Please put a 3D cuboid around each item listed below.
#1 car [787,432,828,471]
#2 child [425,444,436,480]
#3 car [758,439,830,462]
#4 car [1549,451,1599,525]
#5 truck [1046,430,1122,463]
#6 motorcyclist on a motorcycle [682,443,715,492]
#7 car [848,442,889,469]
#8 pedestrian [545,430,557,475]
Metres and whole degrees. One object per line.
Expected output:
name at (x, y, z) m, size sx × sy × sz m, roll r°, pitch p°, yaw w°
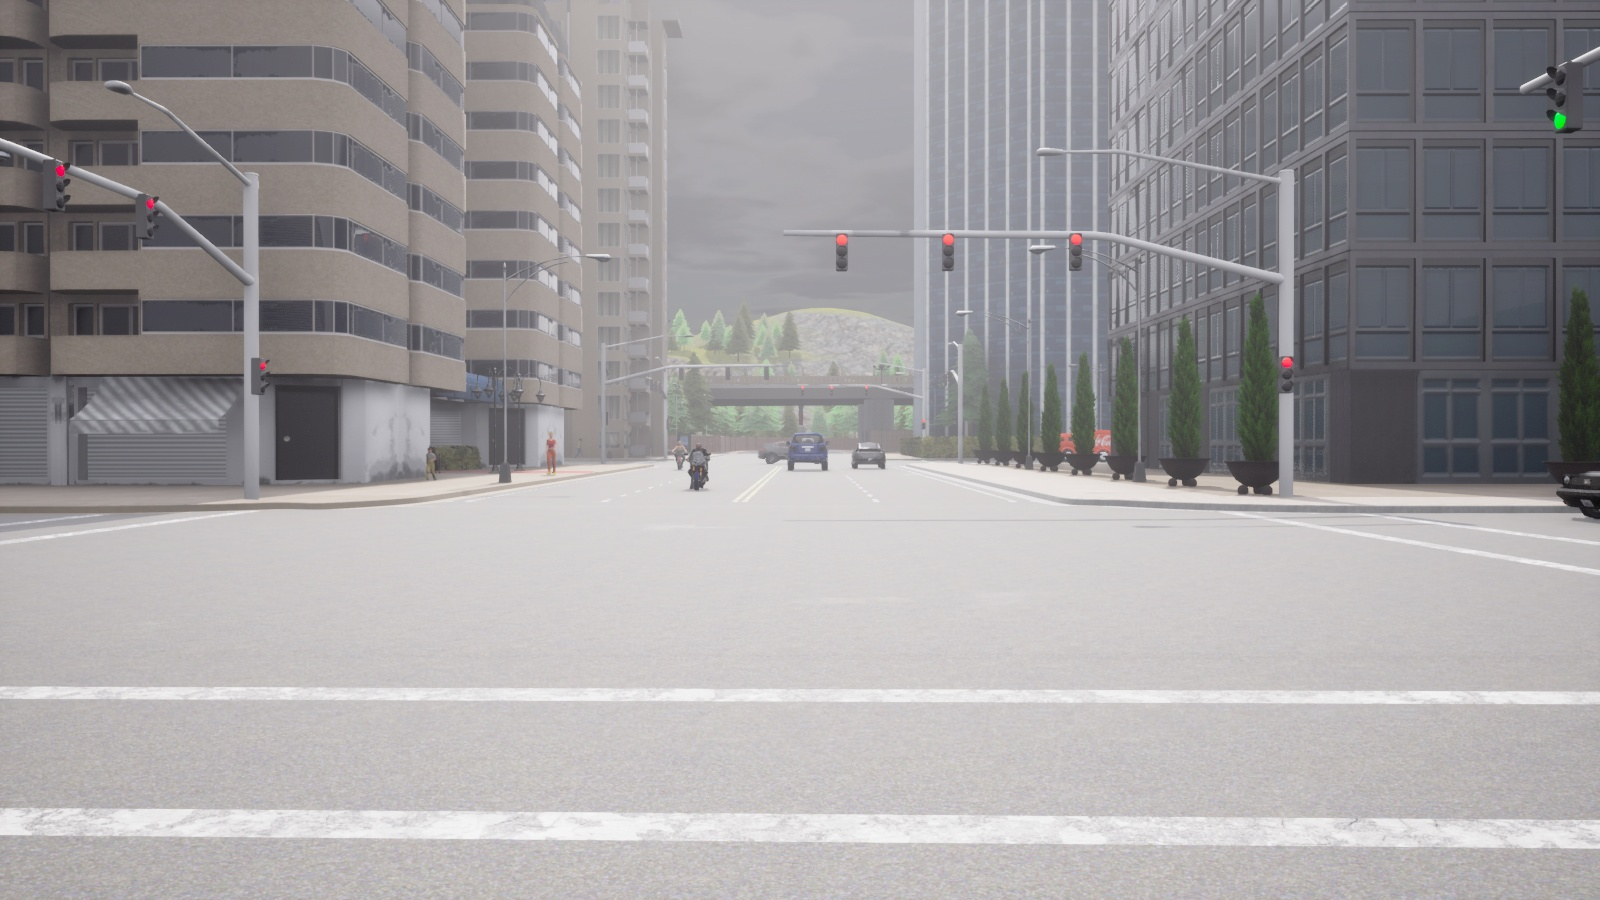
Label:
car at (0.429, 0.077, 68.917) m, size 2.150 × 2.045 × 5.566 m, roll 0°, pitch 0°, yaw 0°
child at (-13.171, 0.422, 44.754) m, size 0.270 × 1.263 × 0.437 m, roll 0°, pitch 0°, yaw 3°
car at (-0.439, 0.023, 88.922) m, size 5.027 × 1.651 × 2.152 m, roll 0°, pitch 0°, yaw 0°
car at (16.486, 0.676, 22.714) m, size 4.718 × 1.301 × 1.895 m, roll 0°, pitch 0°, yaw 1°
truck at (21.701, -0.265, 96.011) m, size 5.204 × 2.467 × 2.627 m, roll 0°, pitch 0°, yaw 0°
motorcyclist on a motorcycle at (-3.242, 0.551, 40.296) m, size 0.866 × 1.530 × 2.191 m, roll 0°, pitch 0°, yaw 0°
car at (3.955, 0.294, 72.949) m, size 2.128 × 1.511 × 4.902 m, roll 0°, pitch 0°, yaw 0°
pedestrian at (-10.312, 0.097, 51.992) m, size 0.345 × 1.836 × 0.594 m, roll 0°, pitch 0°, yaw 2°
